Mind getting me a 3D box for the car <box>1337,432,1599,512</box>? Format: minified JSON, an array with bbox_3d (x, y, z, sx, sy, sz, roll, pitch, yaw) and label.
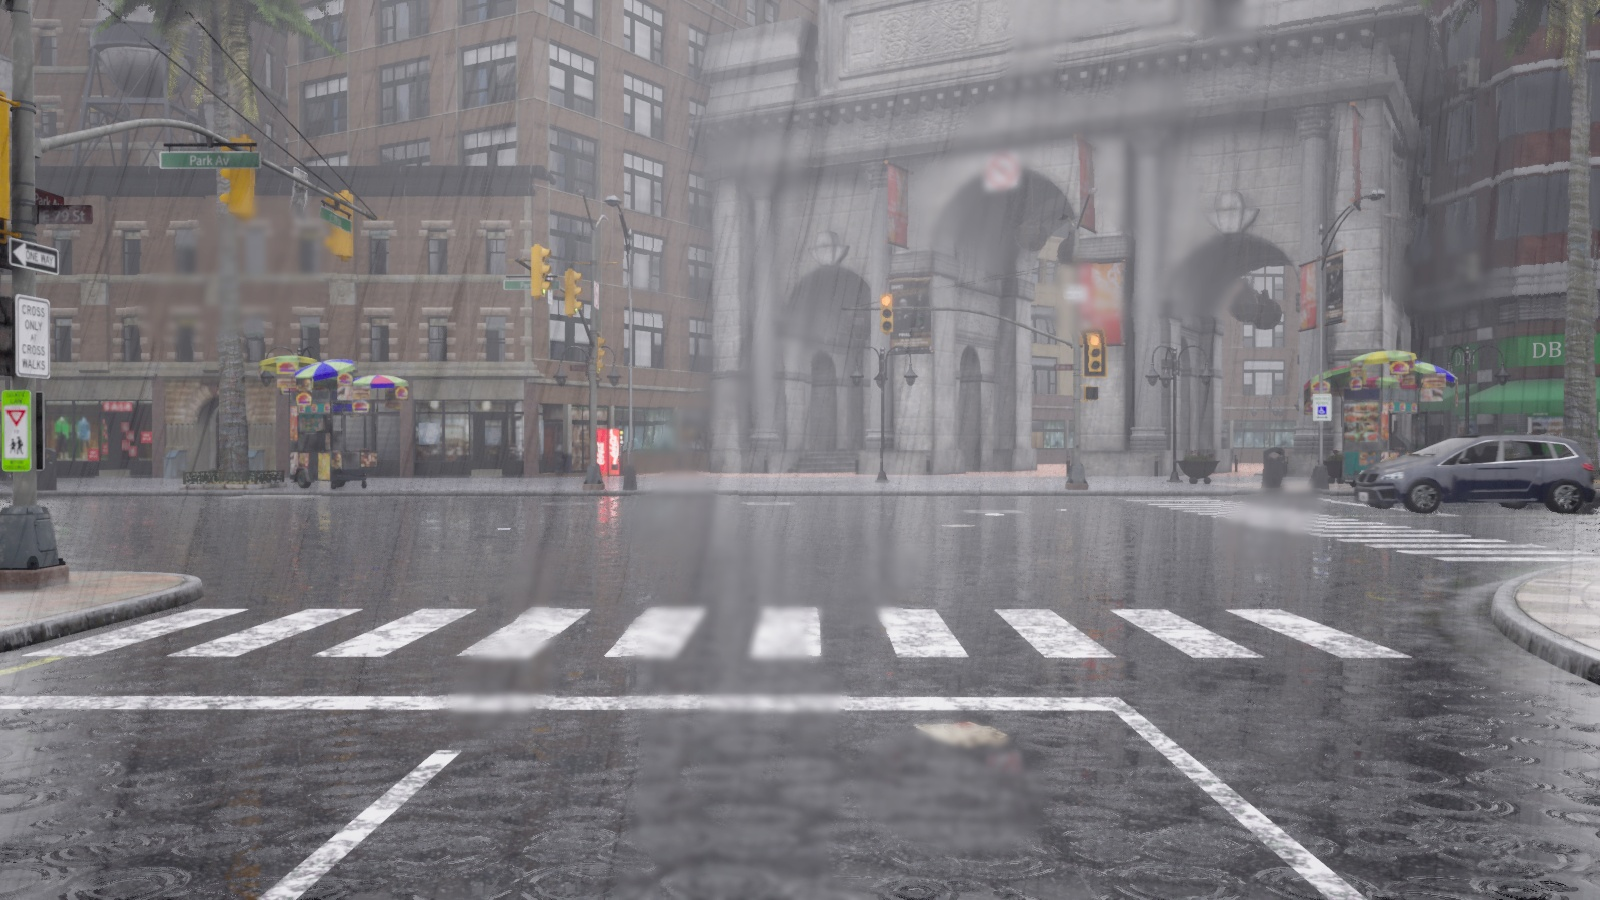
[{"bbox_3d":[14.392,0.449,27.125,4.611,1.667,2.242,0,0,1],"label":"car"}]
